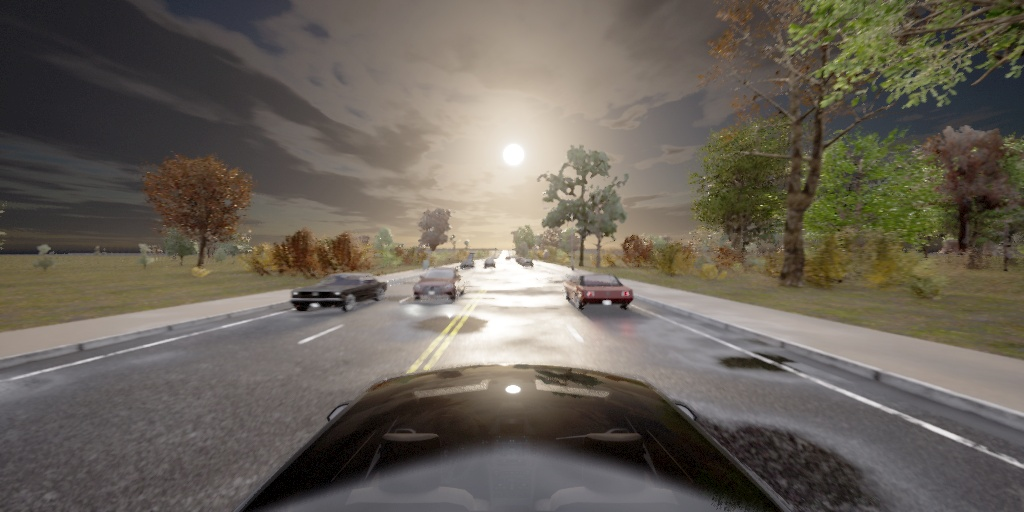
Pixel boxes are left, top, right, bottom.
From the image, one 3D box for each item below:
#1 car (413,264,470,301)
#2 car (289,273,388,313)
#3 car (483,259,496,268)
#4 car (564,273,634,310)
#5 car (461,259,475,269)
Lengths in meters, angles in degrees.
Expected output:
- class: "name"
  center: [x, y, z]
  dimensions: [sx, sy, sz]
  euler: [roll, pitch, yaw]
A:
- class: "car"
  center: [-3.369, 1.274, 17.348]
  dimensions: [1.812, 1.442, 4.674]
  euler: [0, 0, 0]
- class: "car"
  center: [-6.613, 1.350, 14.248]
  dimensions: [1.895, 1.301, 4.718]
  euler: [0, 0, 0]
- class: "car"
  center: [-3.593, 1.185, 58.220]
  dimensions: [1.882, 1.535, 5.008]
  euler: [0, 0, 0]
- class: "car"
  center: [3.335, 1.349, 14.762]
  dimensions: [1.895, 1.301, 4.718]
  euler: [0, 0, 0]
- class: "car"
  center: [-6.817, 1.219, 56.156]
  dimensions: [1.837, 1.490, 4.892]
  euler: [0, 0, 0]
